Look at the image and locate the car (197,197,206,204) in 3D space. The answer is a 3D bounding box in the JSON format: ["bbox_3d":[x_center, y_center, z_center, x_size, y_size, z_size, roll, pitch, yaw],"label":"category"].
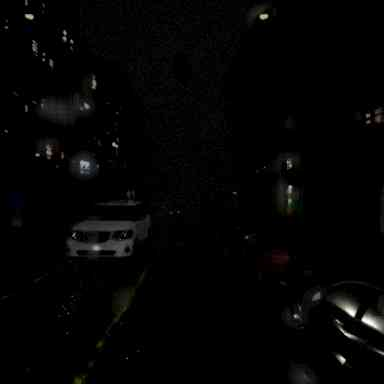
[{"bbox_3d":[2.551,2.276,88.750,2.192,1.841,5.009,-1,-1,0],"label":"car"}]

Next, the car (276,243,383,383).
[{"bbox_3d":[2.523,1.607,3.788,1.947,1.339,4.313,-1,-1,0],"label":"car"}]

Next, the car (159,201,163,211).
[{"bbox_3d":[-5.327,1.968,49.310,1.967,1.590,4.097,-1,-1,0],"label":"car"}]

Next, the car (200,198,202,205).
[{"bbox_3d":[2.558,1.965,49.101,1.967,1.590,4.097,-1,-1,0],"label":"car"}]

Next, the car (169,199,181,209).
[{"bbox_3d":[-2.807,2.158,56.885,2.033,1.411,5.357,0,-1,1],"label":"car"}]

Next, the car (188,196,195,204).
[{"bbox_3d":[-0.001,2.054,88.037,2.150,2.045,5.566,0,-1,0],"label":"car"}]

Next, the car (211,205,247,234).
[{"bbox_3d":[2.522,1.772,20.780,2.008,1.369,4.403,-1,-1,0],"label":"car"}]

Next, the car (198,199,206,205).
[{"bbox_3d":[2.555,2.480,83.083,1.802,1.307,4.206,-1,-1,0],"label":"car"}]

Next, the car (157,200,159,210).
[{"bbox_3d":[-5.326,1.845,38.007,1.967,1.590,4.097,-1,-1,0],"label":"car"}]

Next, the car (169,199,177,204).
[{"bbox_3d":[-5.326,2.570,94.515,1.887,1.381,4.507,-1,-1,0],"label":"car"}]

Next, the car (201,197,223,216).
[{"bbox_3d":[2.541,1.717,37.775,2.192,1.841,5.009,-1,-1,0],"label":"car"}]

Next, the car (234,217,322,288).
[{"bbox_3d":[2.522,1.646,9.452,1.887,1.381,4.507,-1,-1,0],"label":"car"}]

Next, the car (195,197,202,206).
[{"bbox_3d":[2.261,2.113,70.386,2.097,1.767,4.553,0,-1,0],"label":"car"}]

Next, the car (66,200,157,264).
[{"bbox_3d":[-2.860,1.357,12.740,2.150,2.045,5.566,0,-1,0],"label":"car"}]
